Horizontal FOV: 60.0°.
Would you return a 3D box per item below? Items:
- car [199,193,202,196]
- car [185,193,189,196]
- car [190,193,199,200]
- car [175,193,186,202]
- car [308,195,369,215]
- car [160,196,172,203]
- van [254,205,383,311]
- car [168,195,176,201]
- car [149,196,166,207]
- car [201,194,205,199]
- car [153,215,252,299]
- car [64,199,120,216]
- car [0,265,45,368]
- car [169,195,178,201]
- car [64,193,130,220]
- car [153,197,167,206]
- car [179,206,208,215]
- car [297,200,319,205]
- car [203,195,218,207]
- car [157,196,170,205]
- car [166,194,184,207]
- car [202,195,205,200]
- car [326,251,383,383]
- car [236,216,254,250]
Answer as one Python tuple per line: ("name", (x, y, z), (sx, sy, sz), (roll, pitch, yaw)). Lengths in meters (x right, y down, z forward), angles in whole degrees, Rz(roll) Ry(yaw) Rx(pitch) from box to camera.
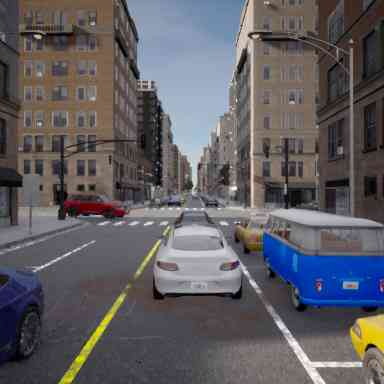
("car", (3.579, 1.549, 89.517), (2.008, 1.369, 4.403), (1, 0, 1))
("car", (-2.338, 1.359, 72.034), (2.097, 1.767, 4.553), (0, 0, 1))
("car", (0.935, 1.523, 91.853), (1.812, 1.442, 4.674), (0, 0, 1))
("car", (-2.543, 1.482, 61.907), (1.882, 1.535, 5.008), (0, 0, 1))
("car", (15.592, 1.356, 35.566), (5.566, 2.045, 2.150), (0, -1, 0))
("car", (-5.251, 1.549, 67.506), (1.887, 1.381, 4.507), (1, 0, 1))
("van", (2.685, 1.342, 7.469), (1.690, 1.788, 3.998), (1, 0, 0))
("car", (-5.024, 1.526, 83.923), (1.752, 1.417, 4.829), (1, 0, 1))
("car", (-5.482, 1.588, 50.920), (1.802, 1.307, 4.206), (1, 0, 1))
("car", (3.196, 1.555, 61.866), (2.008, 1.369, 4.403), (1, 0, 1))
("car", (0.084, 1.527, 8.317), (1.812, 1.442, 4.674), (0, 0, -1))
("car", (-9.639, 1.458, 32.303), (4.892, 1.490, 1.837), (1, 0, 0))
("car", (-3.086, 1.526, 3.212), (1.812, 1.442, 4.674), (0, 0, 0))
("car", (-4.946, 1.565, 89.621), (1.947, 1.339, 4.313), (1, 0, 1))
("car", (-8.039, 1.171, 28.068), (5.566, 2.045, 2.150), (2, -1, 14))
("car", (-5.405, 1.571, 56.449), (1.947, 1.339, 4.313), (1, 0, 1))
("car", (0.108, 1.566, 15.653), (1.994, 1.385, 4.181), (0, 0, 0))
("car", (12.583, 1.585, 32.134), (4.892, 1.490, 1.837), (0, -1, 0))
("car", (3.044, 1.571, 50.806), (1.947, 1.339, 4.313), (1, 0, 1))
("car", (-5.328, 1.556, 61.977), (2.008, 1.369, 4.403), (1, 0, 1))
("car", (-2.702, 1.483, 52.247), (1.882, 1.535, 5.008), (0, 0, 1))
("car", (3.120, 1.549, 56.336), (1.887, 1.381, 4.507), (1, 0, 1))
("car", (2.678, 1.526, 1.966), (1.752, 1.417, 4.829), (1, 0, 0))
("car", (2.689, 1.527, 13.313), (1.752, 1.417, 4.829), (1, 0, 0))
